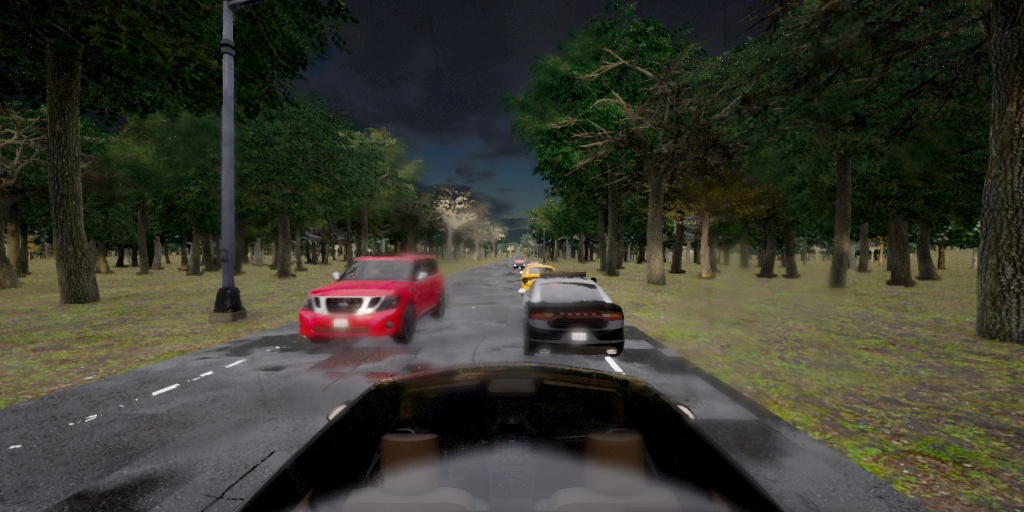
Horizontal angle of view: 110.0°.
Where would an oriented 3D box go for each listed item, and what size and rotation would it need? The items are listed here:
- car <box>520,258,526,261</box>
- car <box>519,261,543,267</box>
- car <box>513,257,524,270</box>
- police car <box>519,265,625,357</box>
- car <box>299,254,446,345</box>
[{"bbox_3d":[1.572,1.172,24.797,1.801,1.575,5.366,0,0,1],"label":"car"},{"bbox_3d":[1.432,1.208,18.609,1.882,1.535,5.008,0,0,1],"label":"car"},{"bbox_3d":[1.093,1.228,48.582,1.895,1.301,4.718,0,0,2],"label":"car"},{"bbox_3d":[1.209,1.170,8.719,1.930,1.638,5.238,0,0,1],"label":"police car"},{"bbox_3d":[-3.317,0.965,9.843,2.150,2.045,5.566,0,0,1],"label":"car"}]
